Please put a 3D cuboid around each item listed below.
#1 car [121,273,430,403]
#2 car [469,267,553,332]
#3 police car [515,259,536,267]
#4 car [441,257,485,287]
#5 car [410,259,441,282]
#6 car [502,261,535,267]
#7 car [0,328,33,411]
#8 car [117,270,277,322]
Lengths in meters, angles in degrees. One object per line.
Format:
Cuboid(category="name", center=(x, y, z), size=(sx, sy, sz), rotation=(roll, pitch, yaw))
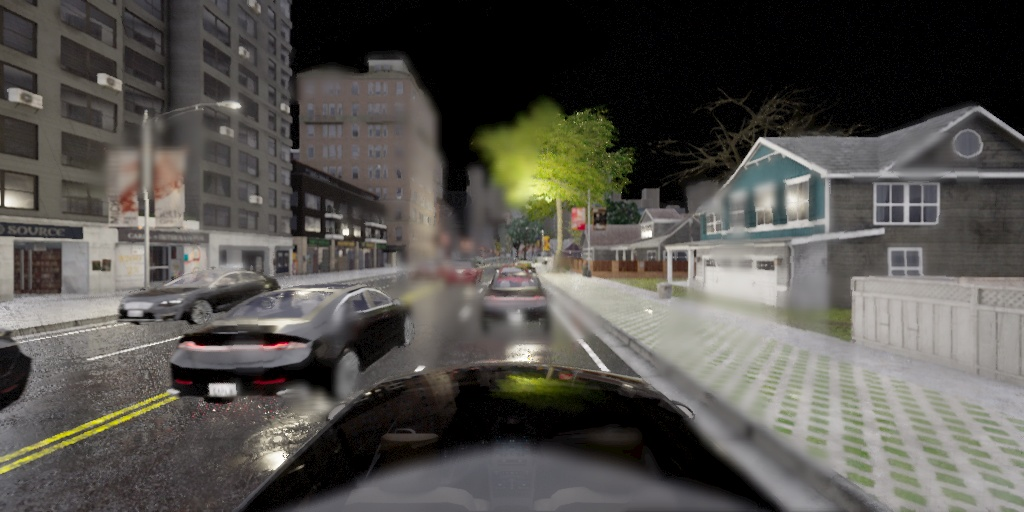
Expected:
Cuboid(category="car", center=(-3.148, 1.241, 6.335), size=(2.128, 1.511, 4.902), rotation=(0, 0, 0))
Cuboid(category="car", center=(0.105, 1.238, 10.822), size=(2.128, 1.511, 4.902), rotation=(0, 0, 0))
Cuboid(category="police car", center=(0.983, 1.152, 30.056), size=(1.930, 1.638, 5.238), rotation=(0, 0, 0))
Cuboid(category="car", center=(-3.144, 1.086, 24.345), size=(2.097, 1.767, 4.553), rotation=(0, 0, 0))
Cuboid(category="car", center=(-6.592, 1.080, 28.648), size=(2.097, 1.767, 4.553), rotation=(0, 0, 0))
Cuboid(category="car", center=(0.106, 1.217, 20.326), size=(1.882, 1.535, 5.008), rotation=(0, 0, 0))
Cuboid(category="car", center=(-6.598, 1.255, 2.111), size=(1.837, 1.490, 4.892), rotation=(0, 0, 0))
Cuboid(category="car", center=(-9.845, 1.238, 11.826), size=(2.128, 1.511, 4.902), rotation=(0, 0, 0))
